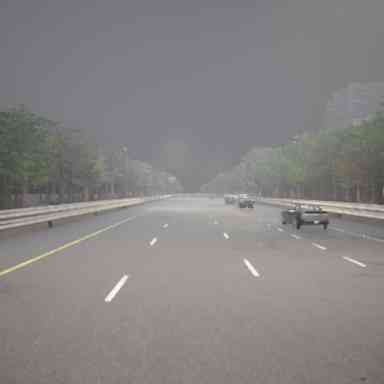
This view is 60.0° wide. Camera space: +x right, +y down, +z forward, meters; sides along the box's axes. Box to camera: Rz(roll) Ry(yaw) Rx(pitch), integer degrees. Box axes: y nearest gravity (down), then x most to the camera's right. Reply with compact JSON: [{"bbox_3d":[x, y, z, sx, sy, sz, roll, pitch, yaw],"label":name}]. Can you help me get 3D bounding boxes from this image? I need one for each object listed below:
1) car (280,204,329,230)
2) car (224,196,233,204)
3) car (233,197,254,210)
[{"bbox_3d":[7.003,1.498,21.095,2.128,1.511,4.902,0,0,0],"label":"car"},{"bbox_3d":[7.113,1.546,63.046,2.128,1.511,4.902,0,0,0],"label":"car"},{"bbox_3d":[7.042,1.583,44.614,1.837,1.490,4.892,0,0,0],"label":"car"}]
